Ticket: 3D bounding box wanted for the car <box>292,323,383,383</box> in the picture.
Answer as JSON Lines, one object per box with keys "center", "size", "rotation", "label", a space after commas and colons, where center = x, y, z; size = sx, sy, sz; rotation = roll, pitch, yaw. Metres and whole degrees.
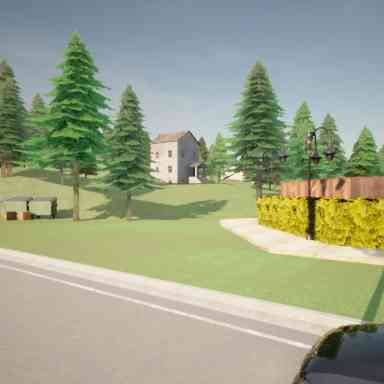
{"center": [2.738, 1.564, 2.027], "size": [4.181, 1.385, 1.994], "rotation": [0, 0, 36], "label": "car"}
